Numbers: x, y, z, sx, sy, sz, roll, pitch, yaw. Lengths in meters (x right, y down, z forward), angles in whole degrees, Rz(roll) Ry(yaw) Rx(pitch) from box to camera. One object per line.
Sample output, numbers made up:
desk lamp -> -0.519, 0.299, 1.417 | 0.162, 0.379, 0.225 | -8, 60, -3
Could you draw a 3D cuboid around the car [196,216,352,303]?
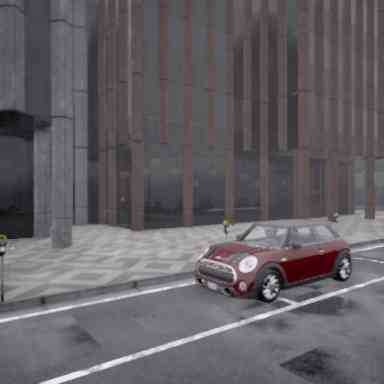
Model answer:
car -> 2.052, 1.436, 8.116 | 4.097, 1.590, 1.967 | 0, 0, -36
